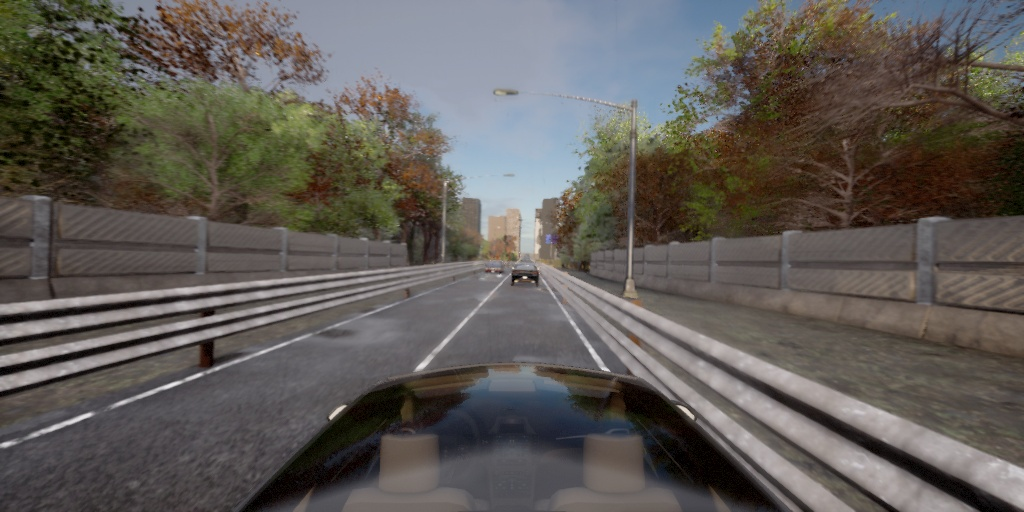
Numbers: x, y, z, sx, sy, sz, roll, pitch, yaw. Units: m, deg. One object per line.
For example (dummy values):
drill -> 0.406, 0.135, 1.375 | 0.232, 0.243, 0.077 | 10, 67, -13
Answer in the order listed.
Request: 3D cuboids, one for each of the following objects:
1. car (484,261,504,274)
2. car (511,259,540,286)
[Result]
car -> -1.874, 1.266, 40.167 | 2.033, 1.411, 5.357 | 2, 0, 3
car -> 0.957, 1.249, 25.890 | 1.882, 1.535, 5.008 | 2, 0, 2
